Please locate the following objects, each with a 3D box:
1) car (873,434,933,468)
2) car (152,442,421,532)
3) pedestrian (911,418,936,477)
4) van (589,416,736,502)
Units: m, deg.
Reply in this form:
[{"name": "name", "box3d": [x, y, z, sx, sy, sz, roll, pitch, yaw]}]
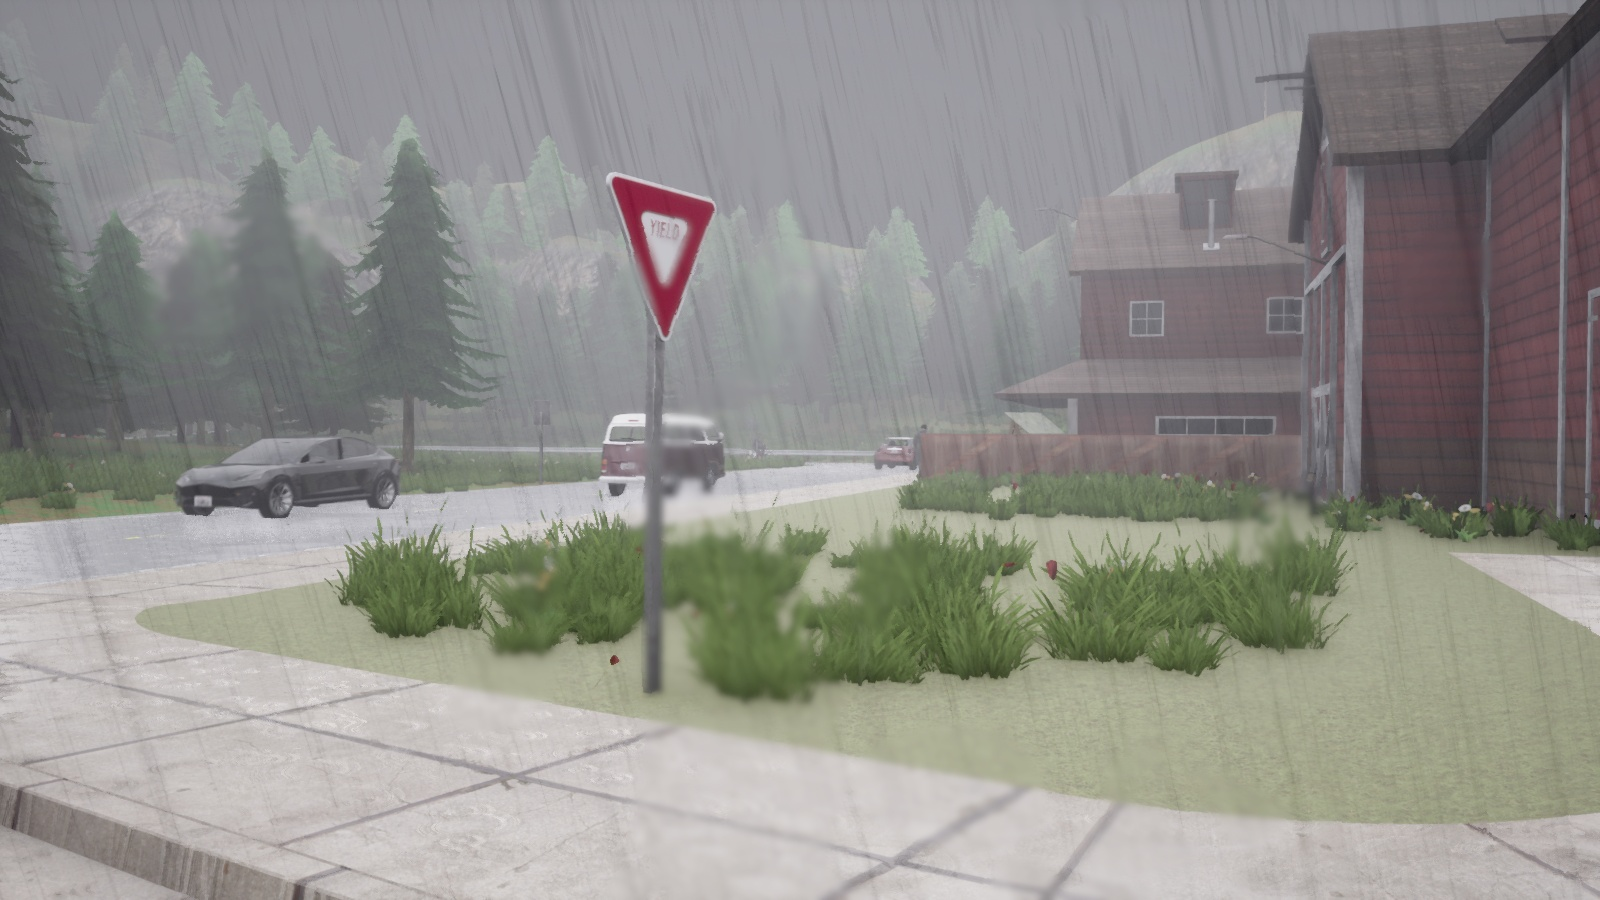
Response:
[{"name": "car", "box3d": [4.790, 0.023, 58.161, 1.970, 1.475, 3.806, 0, 1, 18]}, {"name": "car", "box3d": [-9.590, 0.625, 23.971, 2.163, 1.488, 4.792, 0, 1, 17]}, {"name": "pedestrian", "box3d": [4.189, -0.092, 42.516, 0.659, 1.952, 0.873, 0, 1, 17]}, {"name": "van", "box3d": [-3.400, 0.184, 32.029, 2.069, 2.038, 4.480, 0, 1, 17]}]
